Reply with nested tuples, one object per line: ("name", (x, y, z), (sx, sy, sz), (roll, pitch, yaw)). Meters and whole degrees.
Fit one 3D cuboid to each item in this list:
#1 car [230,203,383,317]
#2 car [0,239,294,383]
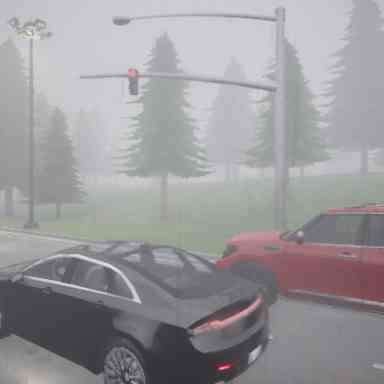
("car", (3.144, 1.221, 6.048), (5.566, 2.045, 2.150), (0, 0, 36))
("car", (-1.301, 1.492, 4.921), (4.902, 1.511, 2.128), (0, 0, 36))
